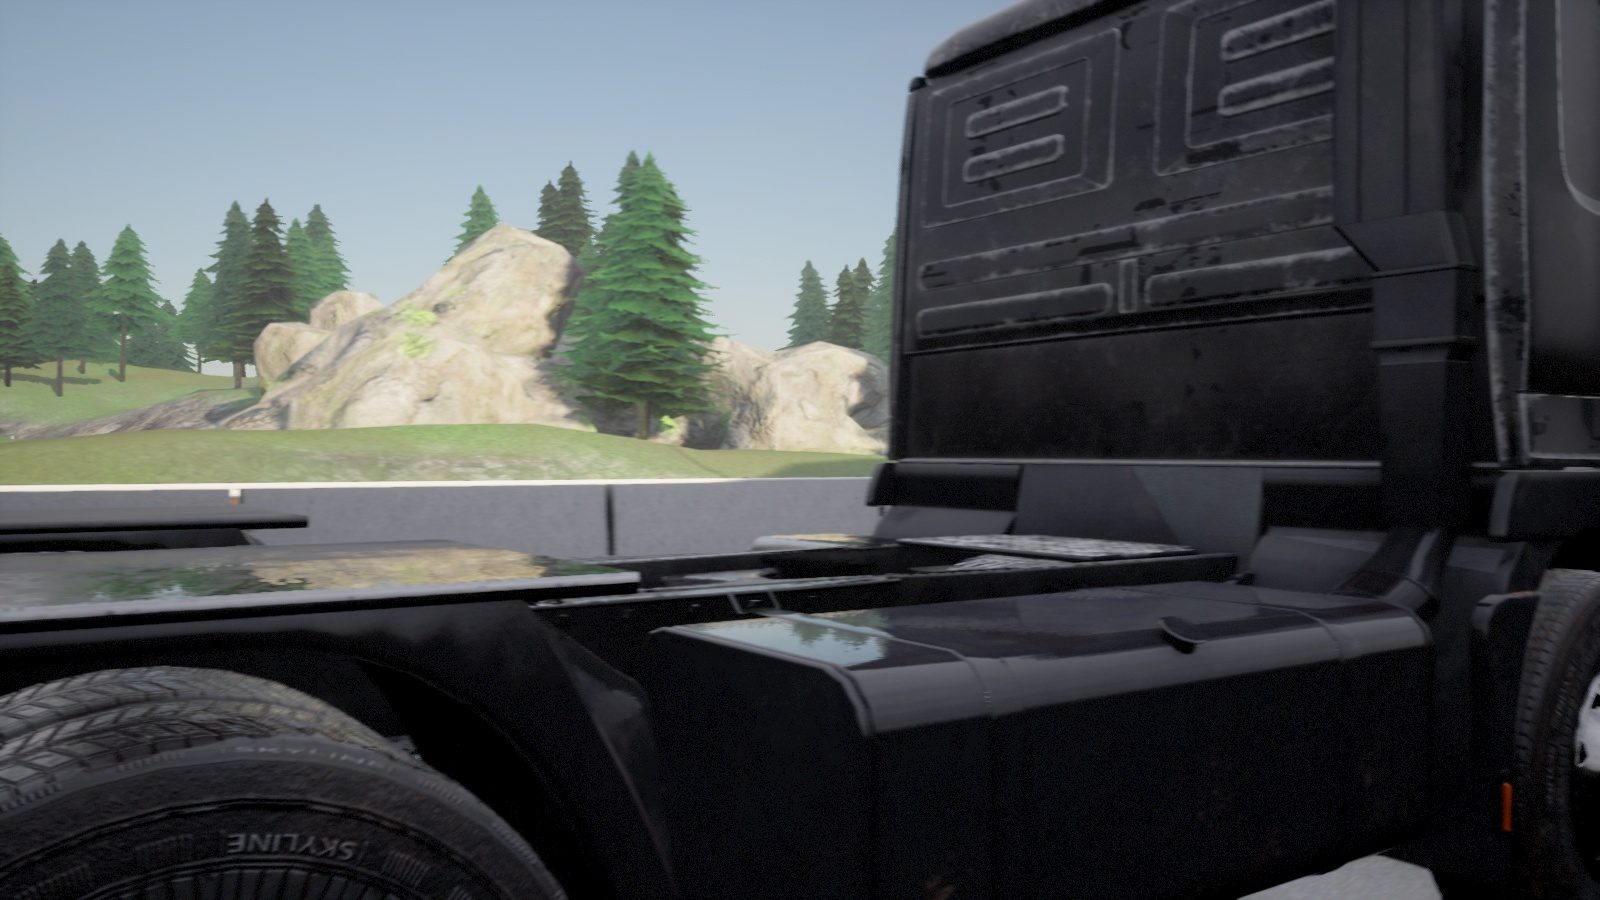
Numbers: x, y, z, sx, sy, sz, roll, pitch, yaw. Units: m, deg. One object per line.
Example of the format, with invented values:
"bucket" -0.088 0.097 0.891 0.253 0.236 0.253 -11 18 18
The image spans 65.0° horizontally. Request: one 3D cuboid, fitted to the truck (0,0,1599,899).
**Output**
"truck" -0.391 -0.226 3.393 7.936 3.462 2.891 0 0 -35
